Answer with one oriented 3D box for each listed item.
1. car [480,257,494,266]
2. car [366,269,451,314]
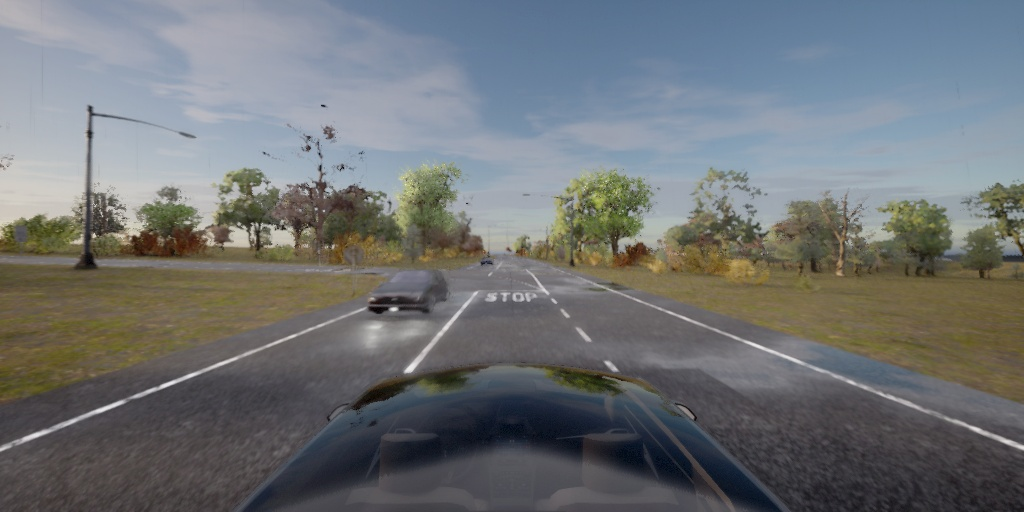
[{"bbox_3d":[-3.621,0.814,52.385,1.895,1.301,4.718,0,1,0],"label":"car"},{"bbox_3d":[-3.514,1.186,13.336,2.033,1.411,5.357,0,0,0],"label":"car"}]
